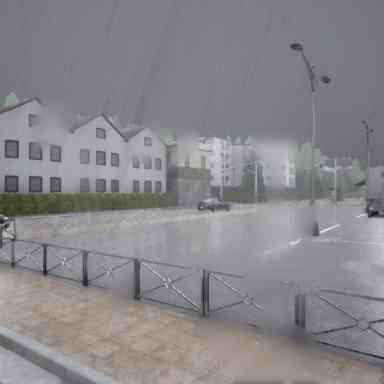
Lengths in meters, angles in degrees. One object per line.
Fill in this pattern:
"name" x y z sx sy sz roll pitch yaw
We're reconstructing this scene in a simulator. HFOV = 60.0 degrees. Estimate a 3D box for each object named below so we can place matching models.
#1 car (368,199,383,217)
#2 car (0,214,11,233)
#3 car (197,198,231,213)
"car" 15.454 1.298 26.789 2.007 1.523 4.514 0 0 35
"car" -11.099 1.331 15.630 1.812 1.442 4.674 1 0 38
"car" 2.310 1.334 34.707 1.812 1.442 4.674 0 0 36
